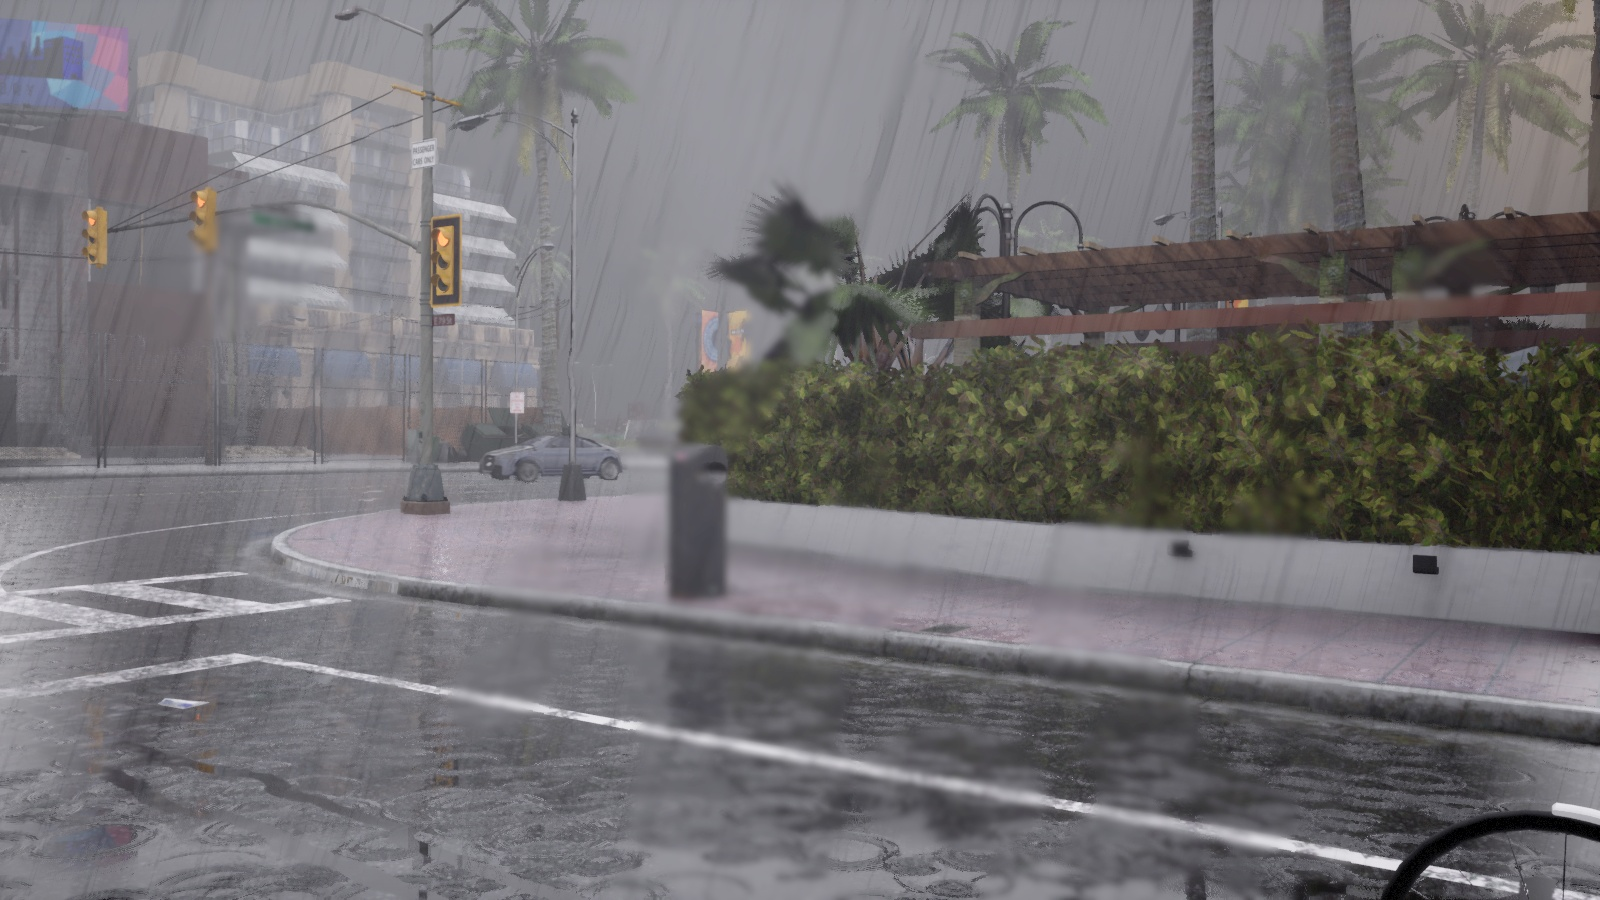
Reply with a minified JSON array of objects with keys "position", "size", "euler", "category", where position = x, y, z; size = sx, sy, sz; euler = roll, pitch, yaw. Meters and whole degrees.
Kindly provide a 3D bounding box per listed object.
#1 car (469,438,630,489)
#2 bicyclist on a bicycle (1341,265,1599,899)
[{"position":[-7.369,0.355,37.107],"size":[4.181,1.385,1.994],"euler":[-1,1,-37],"category":"car"},{"position":[2.029,0.553,2.267],"size":[1.843,1.776,0.659],"euler":[0,1,34],"category":"bicyclist on a bicycle"}]
